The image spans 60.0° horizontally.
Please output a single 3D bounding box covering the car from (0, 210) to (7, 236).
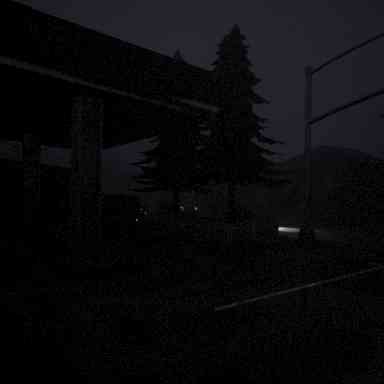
[{"bbox_3d":[-11.693,1.519,18.449,2.242,1.667,4.611,1,0,-36],"label":"car"}]

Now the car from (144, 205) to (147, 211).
[{"bbox_3d":[-7.515,1.664,41.302,2.033,1.411,5.357,1,0,-35],"label":"car"}]

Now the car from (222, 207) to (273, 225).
[{"bbox_3d":[4.056,1.816,25.000,1.994,1.385,4.181,1,0,-35],"label":"car"}]

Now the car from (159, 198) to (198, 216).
[{"bbox_3d":[-1.365,1.541,32.638,2.097,1.767,4.553,1,0,-36],"label":"car"}]

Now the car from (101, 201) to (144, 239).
[{"bbox_3d":[-4.562,1.445,18.268,1.905,1.878,3.866,1,0,-36],"label":"car"}]
